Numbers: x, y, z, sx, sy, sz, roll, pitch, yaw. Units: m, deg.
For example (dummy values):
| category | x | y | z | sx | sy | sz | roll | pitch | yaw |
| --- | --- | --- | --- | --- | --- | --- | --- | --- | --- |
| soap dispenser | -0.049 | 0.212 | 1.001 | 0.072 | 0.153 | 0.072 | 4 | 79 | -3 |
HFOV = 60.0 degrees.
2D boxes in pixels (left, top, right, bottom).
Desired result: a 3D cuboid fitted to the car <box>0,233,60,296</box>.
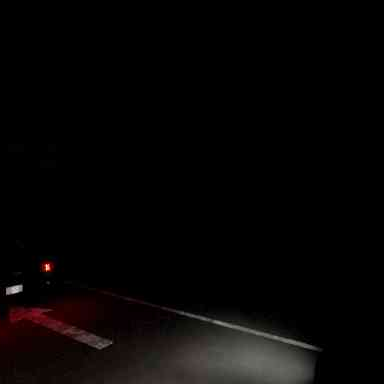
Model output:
| category | x | y | z | sx | sy | sz | roll | pitch | yaw |
| --- | --- | --- | --- | --- | --- | --- | --- | --- | --- |
| car | -5.231 | 1.601 | 7.732 | 4.718 | 1.301 | 1.895 | 0 | 0 | 36 |

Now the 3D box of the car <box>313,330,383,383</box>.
| category | x | y | z | sx | sy | sz | roll | pitch | yaw |
| --- | --- | --- | --- | --- | --- | --- | --- | --- | --- |
| car | 3.061 | 1.526 | 1.733 | 4.674 | 1.442 | 1.812 | 0 | 0 | 36 |
